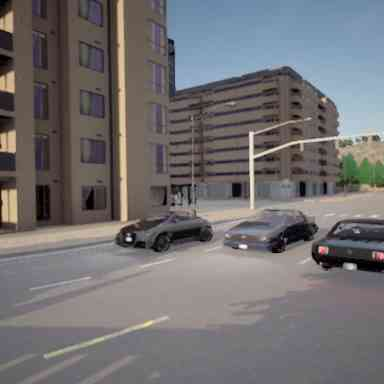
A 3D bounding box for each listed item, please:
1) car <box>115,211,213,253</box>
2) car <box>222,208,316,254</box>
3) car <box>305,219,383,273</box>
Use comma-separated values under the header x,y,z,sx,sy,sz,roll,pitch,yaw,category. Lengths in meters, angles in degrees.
x,y,z,sx,sy,sz,roll,pitch,yaw,category
-0.984,1.455,13.341,1.994,1.385,4.181,0,1,39,car
3.328,1.372,13.097,2.033,1.411,5.357,0,1,38,car
5.141,1.429,9.573,1.895,1.301,4.718,0,1,39,car
